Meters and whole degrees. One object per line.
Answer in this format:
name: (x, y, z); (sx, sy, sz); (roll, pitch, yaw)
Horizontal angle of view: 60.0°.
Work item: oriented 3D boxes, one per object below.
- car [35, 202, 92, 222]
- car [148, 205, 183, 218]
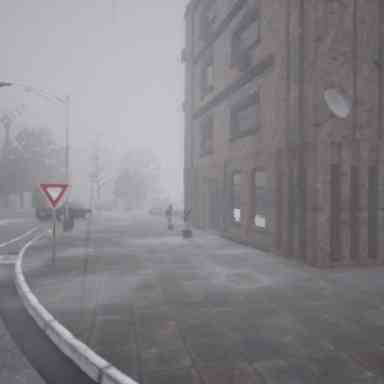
car: (-9.867, 1.484, 26.025); (1.882, 1.535, 5.008); (1, -1, 18)
car: (-2.885, 2.235, 38.140); (2.128, 1.511, 4.902); (1, -3, 35)
